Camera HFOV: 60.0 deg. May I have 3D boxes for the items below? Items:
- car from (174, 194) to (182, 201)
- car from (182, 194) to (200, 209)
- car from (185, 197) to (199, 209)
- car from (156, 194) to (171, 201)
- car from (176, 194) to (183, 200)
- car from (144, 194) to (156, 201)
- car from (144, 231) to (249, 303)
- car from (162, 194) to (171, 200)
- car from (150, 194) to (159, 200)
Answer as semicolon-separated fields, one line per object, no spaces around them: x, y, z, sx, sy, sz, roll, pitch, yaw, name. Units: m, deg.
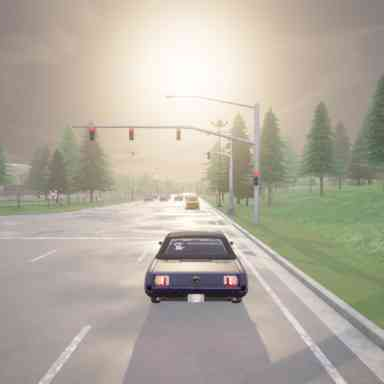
-3.336;1.545;80.848;1.994;1.385;4.181;0;0;0;car
-0.034;1.083;46.326;1.882;1.535;5.008;-3;17;-3;car
0.047;1.576;49.804;2.033;1.411;5.357;-1;1;1;car
-6.837;1.531;80.438;2.033;1.411;5.357;0;0;0;car
-3.316;1.357;90.851;1.812;1.442;4.674;0;0;0;car
-10.337;1.531;80.445;2.033;1.411;5.357;0;0;0;car
0.096;1.601;8.136;1.895;1.301;4.718;0;0;1;car
-6.816;1.372;90.858;2.033;1.411;5.357;0;0;0;car
-10.316;1.332;90.865;1.837;1.490;4.892;0;0;0;car
